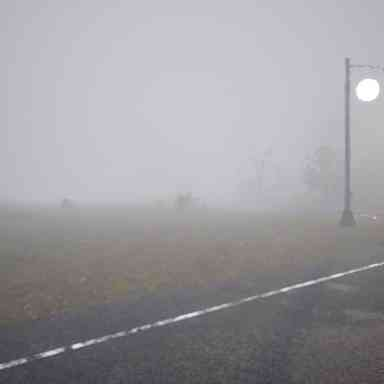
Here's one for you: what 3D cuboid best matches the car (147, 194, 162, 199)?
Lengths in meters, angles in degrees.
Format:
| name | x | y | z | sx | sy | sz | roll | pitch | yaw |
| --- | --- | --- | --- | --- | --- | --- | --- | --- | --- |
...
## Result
| name | x | y | z | sx | sy | sz | roll | pitch | yaw |
| --- | --- | --- | --- | --- | --- | --- | --- | --- | --- |
| car | -7.385 | 1.213 | 67.308 | 1.812 | 1.442 | 4.674 | 0 | 0 | -34 |

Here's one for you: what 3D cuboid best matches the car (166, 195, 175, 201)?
| name | x | y | z | sx | sy | sz | roll | pitch | yaw |
| --- | --- | --- | --- | --- | --- | --- | --- | --- | --- |
| car | -3.118 | 1.231 | 61.010 | 1.812 | 1.442 | 4.674 | 0 | 0 | -33 |
